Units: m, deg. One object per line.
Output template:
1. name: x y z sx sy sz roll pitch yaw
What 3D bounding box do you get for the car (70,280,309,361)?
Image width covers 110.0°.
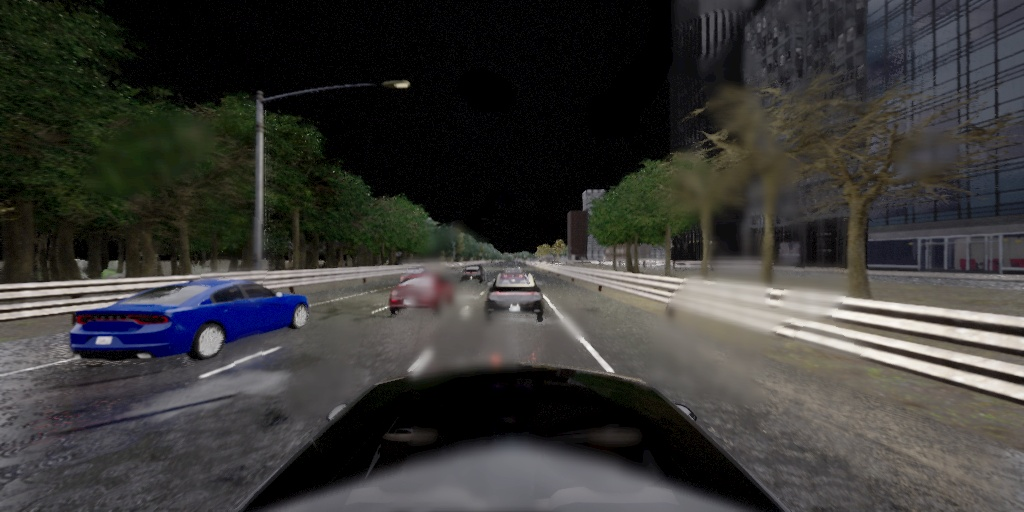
1. car: -6.906 1.304 8.550 1.882 1.535 5.008 0 -1 0

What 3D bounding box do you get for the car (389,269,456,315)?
1. car: -3.404 1.415 14.210 1.812 1.442 4.674 0 -1 0

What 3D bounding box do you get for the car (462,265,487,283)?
1. car: -3.406 1.590 32.456 1.837 1.490 4.892 0 -1 0

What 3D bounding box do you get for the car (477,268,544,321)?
1. car: 0.095 1.367 13.006 2.128 1.511 4.902 0 -1 0

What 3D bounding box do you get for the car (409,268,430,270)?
1. car: -6.906 1.575 27.067 2.033 1.411 5.357 0 -1 0
